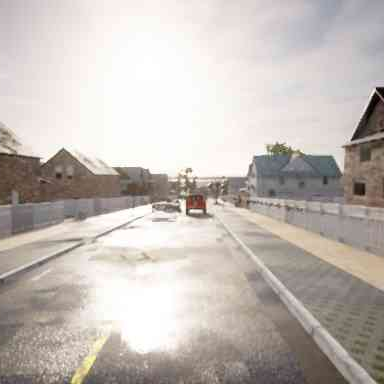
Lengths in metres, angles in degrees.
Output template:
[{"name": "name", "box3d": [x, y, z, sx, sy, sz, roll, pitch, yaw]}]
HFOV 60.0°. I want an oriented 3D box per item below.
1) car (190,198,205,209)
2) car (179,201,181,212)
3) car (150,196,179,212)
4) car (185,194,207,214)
[{"name": "car", "box3d": [0.768, 1.585, 47.146, 1.994, 1.385, 4.181, 0, 0, 2]}, {"name": "car", "box3d": [-2.226, 1.546, 39.367, 2.033, 1.411, 5.357, 0, 0, 1]}, {"name": "car", "box3d": [-2.459, 1.095, 29.108, 1.837, 1.490, 4.892, 0, 0, 1]}, {"name": "car", "box3d": [0.424, 1.216, 35.149, 2.150, 2.045, 5.566, 0, 0, 1]}]
